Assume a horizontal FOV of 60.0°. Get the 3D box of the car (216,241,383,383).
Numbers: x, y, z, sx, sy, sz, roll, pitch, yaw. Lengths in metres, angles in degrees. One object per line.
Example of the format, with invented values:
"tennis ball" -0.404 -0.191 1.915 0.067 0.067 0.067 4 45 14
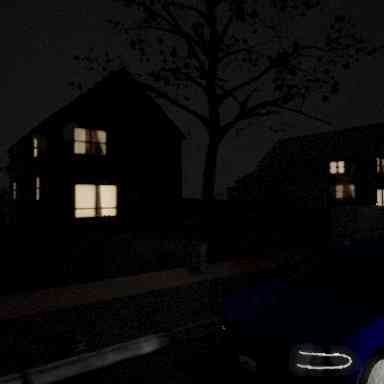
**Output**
"car" 2.600 1.521 4.942 5.008 1.535 1.882 0 -1 -36
